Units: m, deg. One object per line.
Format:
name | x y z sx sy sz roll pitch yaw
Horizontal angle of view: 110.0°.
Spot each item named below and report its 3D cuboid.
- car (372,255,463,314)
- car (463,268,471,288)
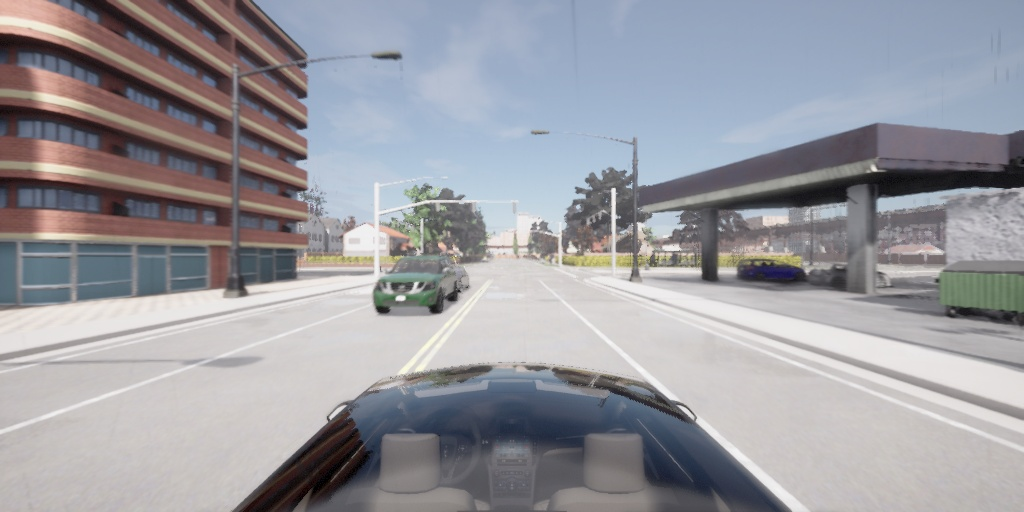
car | -3.516 0.990 14.121 2.150 2.045 5.566 0 0 0
car | -3.560 1.308 20.905 2.033 1.411 5.357 0 0 1
